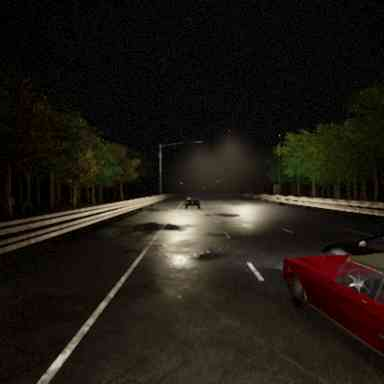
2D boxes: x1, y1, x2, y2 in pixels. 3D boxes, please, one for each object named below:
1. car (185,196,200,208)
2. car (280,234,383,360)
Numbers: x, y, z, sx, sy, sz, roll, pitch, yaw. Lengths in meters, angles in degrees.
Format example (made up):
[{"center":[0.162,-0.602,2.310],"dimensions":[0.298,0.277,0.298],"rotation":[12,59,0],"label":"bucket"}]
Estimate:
[{"center":[0.101,1.268,41.970],"dimensions":[2.033,1.411,5.357],"rotation":[0,0,0],"label":"car"},{"center":[3.046,1.561,4.952],"dimensions":[1.895,1.301,4.718],"rotation":[-2,0,-8],"label":"car"}]
